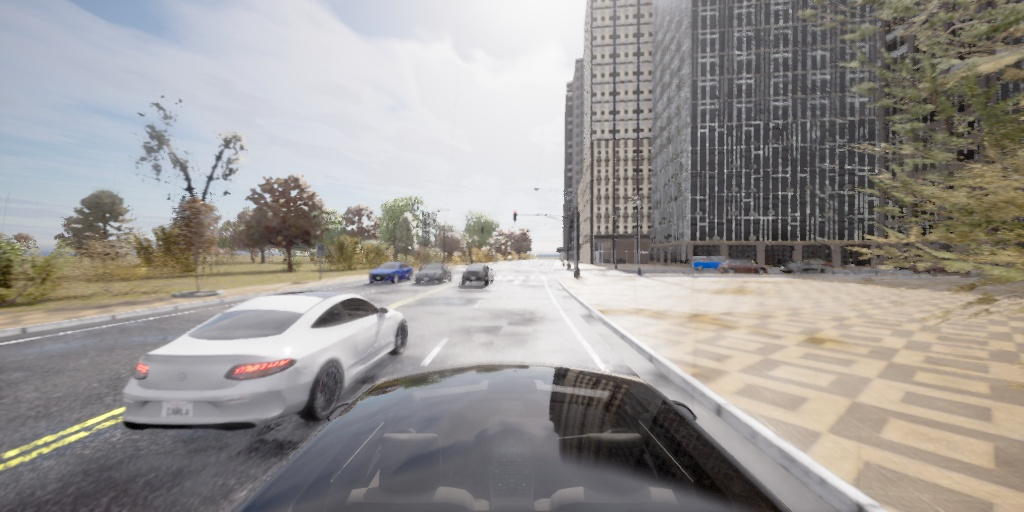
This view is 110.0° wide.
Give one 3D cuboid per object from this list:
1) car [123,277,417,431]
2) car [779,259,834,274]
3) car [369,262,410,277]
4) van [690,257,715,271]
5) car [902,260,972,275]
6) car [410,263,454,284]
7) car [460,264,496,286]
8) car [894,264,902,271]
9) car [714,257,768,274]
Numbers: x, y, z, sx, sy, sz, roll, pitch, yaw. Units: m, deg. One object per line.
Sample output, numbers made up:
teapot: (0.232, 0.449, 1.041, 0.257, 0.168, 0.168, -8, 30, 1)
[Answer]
car: (-3.107, 1.264, 5.656, 1.812, 1.442, 4.674, 0, 0, 0)
car: (28.594, 1.179, 34.900, 4.313, 1.339, 1.948, 0, 0, 8)
car: (-8.920, 1.216, 26.853, 1.882, 1.535, 5.008, 0, 0, 4)
van: (24.109, 0.947, 44.143, 3.998, 1.789, 1.690, 0, 0, 8)
car: (39.879, 1.148, 33.459, 4.207, 1.307, 1.802, 0, 0, 8)
car: (-5.677, 1.287, 26.634, 1.812, 1.442, 4.674, 0, 0, 4)
car: (-2.360, 1.264, 25.317, 1.812, 1.442, 4.674, 0, 0, 4)
car: (46.645, 1.078, 41.011, 4.313, 1.339, 1.948, 0, 0, 8)
car: (22.948, 1.077, 35.597, 4.097, 1.591, 1.967, 0, 0, 8)
